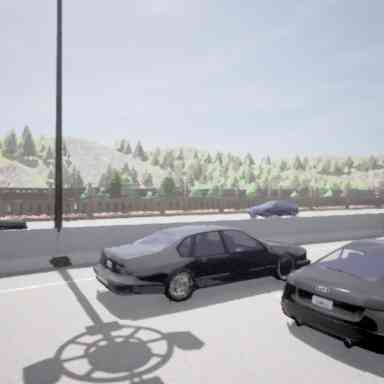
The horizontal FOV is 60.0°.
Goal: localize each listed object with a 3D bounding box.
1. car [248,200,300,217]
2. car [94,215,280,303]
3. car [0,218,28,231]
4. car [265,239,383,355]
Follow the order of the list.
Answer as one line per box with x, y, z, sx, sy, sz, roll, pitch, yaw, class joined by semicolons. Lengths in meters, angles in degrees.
6.896;1.429;27.818;4.674;1.442;1.812;0;0;-27;car
0.458;1.509;8.090;5.357;1.411;2.033;0;0;-32;car
-9.727;1.515;14.134;4.718;1.301;1.895;0;0;-35;car
3.560;1.540;5.797;4.181;1.385;1.994;0;0;-32;car
